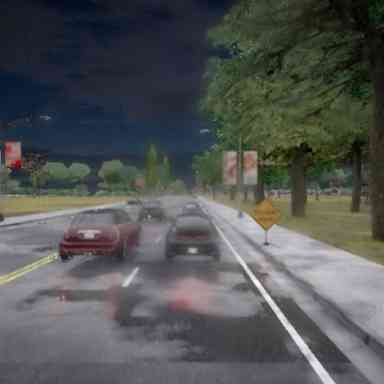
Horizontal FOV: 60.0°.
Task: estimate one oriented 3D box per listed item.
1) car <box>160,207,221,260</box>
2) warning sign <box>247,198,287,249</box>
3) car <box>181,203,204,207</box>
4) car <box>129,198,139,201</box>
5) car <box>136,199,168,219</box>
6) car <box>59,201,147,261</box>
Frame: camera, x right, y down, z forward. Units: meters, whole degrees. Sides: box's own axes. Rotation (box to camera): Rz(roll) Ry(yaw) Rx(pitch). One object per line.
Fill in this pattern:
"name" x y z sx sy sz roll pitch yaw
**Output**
"car" 0.045 1.550 12.667 1.837 1.490 4.892 0 0 1
"warning sign" 2.846 1.160 12.780 1.300 1.860 1.060 0 0 0
"car" 0.049 1.630 28.314 1.812 1.442 4.674 0 0 1
"car" -9.807 1.774 57.057 2.033 1.411 5.357 0 0 1
"car" -3.208 1.609 27.661 1.837 1.490 4.892 0 0 1
"car" -3.205 1.396 12.558 2.097 1.767 4.553 0 0 1
